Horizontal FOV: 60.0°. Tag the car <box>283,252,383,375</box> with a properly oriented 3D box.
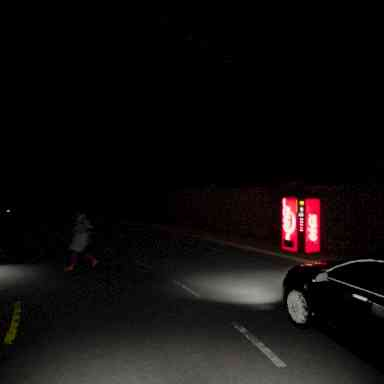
[{"bbox_3d":[2.913,1.506,4.207,1.837,1.490,4.892,0,0,-12],"label":"car"}]

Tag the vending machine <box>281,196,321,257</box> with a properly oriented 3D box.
[{"bbox_3d":[3.954,1.195,12.097,1.100,2.100,0.880,0,0,-29],"label":"vending machine"}]

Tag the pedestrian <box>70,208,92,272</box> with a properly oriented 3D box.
[{"bbox_3d":[-3.176,1.294,9.509,0.375,1.860,0.375,0,0,-31],"label":"pedestrian"}]

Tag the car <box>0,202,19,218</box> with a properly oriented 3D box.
[{"bbox_3d":[-17.011,1.563,29.194,4.181,1.385,1.994,0,0,38],"label":"car"}]
